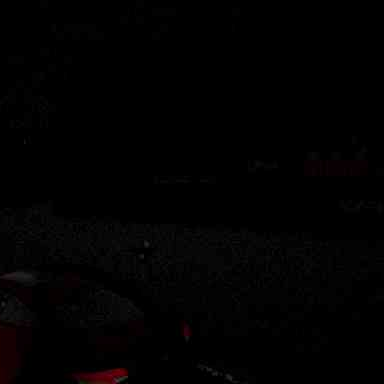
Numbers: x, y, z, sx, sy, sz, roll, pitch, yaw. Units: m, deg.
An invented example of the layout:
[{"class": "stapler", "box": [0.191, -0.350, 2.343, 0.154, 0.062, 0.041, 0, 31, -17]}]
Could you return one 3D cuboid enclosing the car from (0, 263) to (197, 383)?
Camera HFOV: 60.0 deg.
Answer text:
[{"class": "car", "box": [-1.886, 1.580, 4.152, 4.206, 1.307, 1.802, 0, 1, 36]}]
